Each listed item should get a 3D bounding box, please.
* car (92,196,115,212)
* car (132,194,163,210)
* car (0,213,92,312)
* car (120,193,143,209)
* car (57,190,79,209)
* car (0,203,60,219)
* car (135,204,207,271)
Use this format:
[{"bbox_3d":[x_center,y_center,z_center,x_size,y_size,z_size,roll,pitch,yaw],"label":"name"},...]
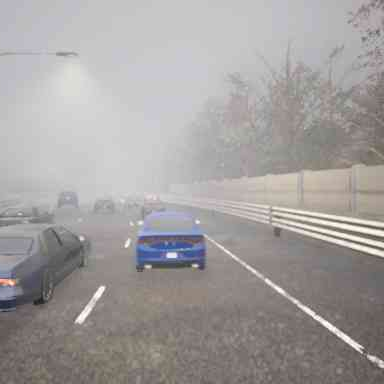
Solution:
[{"bbox_3d":[-8.666,1.143,32.658,2.128,1.511,4.902,0,1,-17],"label":"car"},{"bbox_3d":[-3.287,1.204,26.337,2.128,1.511,4.902,0,0,-14],"label":"car"},{"bbox_3d":[-3.790,1.465,7.737,2.033,1.411,5.357,0,1,-4],"label":"car"},{"bbox_3d":[-6.537,1.145,37.408,2.033,1.411,5.357,0,1,-18],"label":"car"},{"bbox_3d":[-14.294,0.816,38.365,2.150,2.045,5.566,0,1,-20],"label":"car"},{"bbox_3d":[-8.512,1.420,17.196,1.895,1.301,4.718,0,1,-9],"label":"car"},{"bbox_3d":[-0.710,1.361,10.560,1.882,1.535,5.008,0,1,-5],"label":"car"}]
